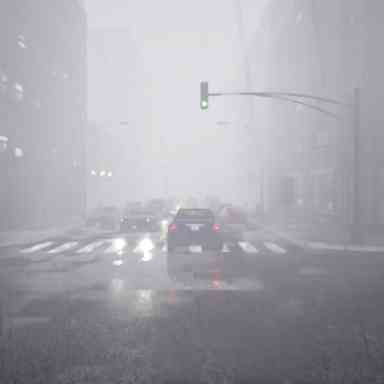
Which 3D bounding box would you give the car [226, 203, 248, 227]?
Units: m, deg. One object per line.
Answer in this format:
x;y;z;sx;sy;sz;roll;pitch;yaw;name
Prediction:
2.696;1.585;22.211;1.802;1.307;4.206;0;0;0;car

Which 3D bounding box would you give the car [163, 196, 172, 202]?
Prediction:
-5.655;1.561;77.293;1.752;1.417;4.829;0;0;0;car

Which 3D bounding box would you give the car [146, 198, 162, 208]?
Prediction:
-5.670;1.560;49.845;1.887;1.381;4.507;0;0;0;car

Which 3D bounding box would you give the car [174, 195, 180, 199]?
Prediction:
-2.969;1.349;55.843;1.812;1.442;4.674;0;0;0;car

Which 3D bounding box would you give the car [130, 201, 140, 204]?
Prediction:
-5.679;1.573;33.275;1.947;1.339;4.313;0;0;0;car

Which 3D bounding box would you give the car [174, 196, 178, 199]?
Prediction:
-3.061;1.536;40.694;1.812;1.442;4.674;0;0;1;car

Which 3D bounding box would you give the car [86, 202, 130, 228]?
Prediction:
-5.685;1.568;22.228;1.947;1.339;4.313;0;0;0;car

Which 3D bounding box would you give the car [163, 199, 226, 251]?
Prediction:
0.109;1.353;14.299;2.097;1.767;4.553;0;0;0;car

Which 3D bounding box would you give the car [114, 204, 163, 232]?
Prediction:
-3.084;1.603;20.150;1.895;1.301;4.718;0;0;0;car

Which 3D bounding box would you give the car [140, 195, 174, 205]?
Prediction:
-3.072;1.357;29.875;2.097;1.767;4.553;0;0;0;car

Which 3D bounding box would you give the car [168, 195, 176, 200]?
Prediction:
-5.645;1.618;94.033;1.947;1.339;4.313;0;0;0;car

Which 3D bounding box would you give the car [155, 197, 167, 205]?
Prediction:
-5.663;1.605;60.892;1.802;1.307;4.206;0;0;0;car

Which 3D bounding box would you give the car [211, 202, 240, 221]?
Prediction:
2.699;1.570;27.734;1.947;1.339;4.313;0;0;0;car

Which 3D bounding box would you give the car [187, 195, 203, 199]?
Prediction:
0.125;1.538;44.482;1.812;1.442;4.674;0;0;0;car

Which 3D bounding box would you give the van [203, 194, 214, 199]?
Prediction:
2.706;1.353;44.305;1.690;1.788;3.998;0;0;0;van

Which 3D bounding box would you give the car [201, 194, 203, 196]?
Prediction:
2.720;1.552;66.568;1.752;1.417;4.829;0;0;0;car

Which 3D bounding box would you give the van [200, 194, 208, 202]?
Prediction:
2.724;1.377;77.446;1.690;1.788;3.998;-1;0;0;van

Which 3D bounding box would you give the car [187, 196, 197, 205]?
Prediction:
0.033;1.549;62.082;1.812;1.442;4.674;0;0;0;car

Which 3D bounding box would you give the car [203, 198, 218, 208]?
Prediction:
2.711;1.581;49.828;1.947;1.339;4.313;0;0;0;car

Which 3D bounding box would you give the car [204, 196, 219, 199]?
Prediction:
2.705;1.554;38.781;1.887;1.381;4.507;0;0;0;car
